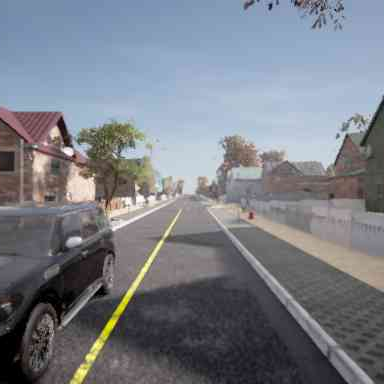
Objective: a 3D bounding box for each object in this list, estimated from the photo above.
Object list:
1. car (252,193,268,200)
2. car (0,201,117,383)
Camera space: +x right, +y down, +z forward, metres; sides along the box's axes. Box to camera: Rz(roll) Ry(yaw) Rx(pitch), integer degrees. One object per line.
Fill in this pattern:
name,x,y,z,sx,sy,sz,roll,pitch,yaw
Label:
car,11.361,0.987,50.811,4.553,1.767,2.097,-2,-1,1
car,-2.852,1.226,5.754,2.150,2.045,5.566,0,0,0
